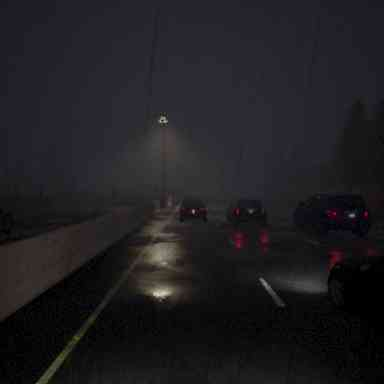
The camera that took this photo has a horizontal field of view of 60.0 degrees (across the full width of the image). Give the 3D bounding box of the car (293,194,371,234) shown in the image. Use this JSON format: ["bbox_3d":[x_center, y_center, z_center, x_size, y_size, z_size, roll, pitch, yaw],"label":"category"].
[{"bbox_3d":[7.097,1.126,17.435,2.150,2.045,5.566,0,0,0],"label":"car"}]

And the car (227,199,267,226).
[{"bbox_3d":[3.596,1.229,22.466,2.097,1.767,4.553,0,0,0],"label":"car"}]

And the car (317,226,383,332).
[{"bbox_3d":[3.599,1.500,4.672,1.812,1.442,4.674,0,0,0],"label":"car"}]

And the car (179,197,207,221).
[{"bbox_3d":[0.096,1.364,25.257,2.163,1.488,4.792,0,0,0],"label":"car"}]
